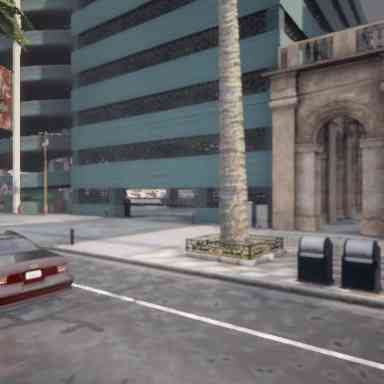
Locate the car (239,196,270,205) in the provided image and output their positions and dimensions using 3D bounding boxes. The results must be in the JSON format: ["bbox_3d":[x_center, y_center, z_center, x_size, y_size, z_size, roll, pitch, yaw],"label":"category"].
[{"bbox_3d":[10.252,1.326,54.686,4.674,1.452,2.002,0,0,36],"label":"car"}]

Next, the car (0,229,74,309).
[{"bbox_3d":[-4.927,1.549,7.507,5.357,1.411,2.033,0,0,36],"label":"car"}]

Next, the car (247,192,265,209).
[{"bbox_3d":[5.376,1.032,26.220,5.566,2.045,2.435,0,0,36],"label":"car"}]
